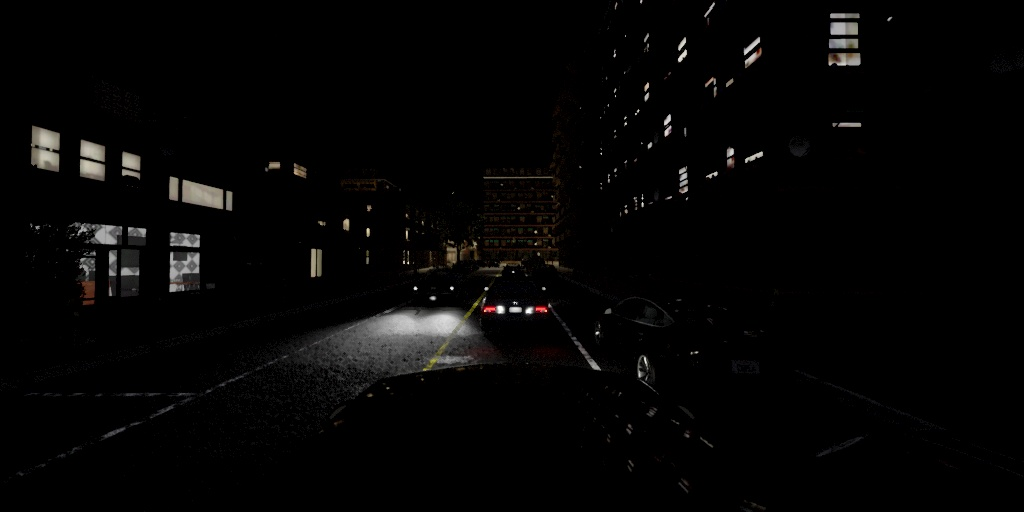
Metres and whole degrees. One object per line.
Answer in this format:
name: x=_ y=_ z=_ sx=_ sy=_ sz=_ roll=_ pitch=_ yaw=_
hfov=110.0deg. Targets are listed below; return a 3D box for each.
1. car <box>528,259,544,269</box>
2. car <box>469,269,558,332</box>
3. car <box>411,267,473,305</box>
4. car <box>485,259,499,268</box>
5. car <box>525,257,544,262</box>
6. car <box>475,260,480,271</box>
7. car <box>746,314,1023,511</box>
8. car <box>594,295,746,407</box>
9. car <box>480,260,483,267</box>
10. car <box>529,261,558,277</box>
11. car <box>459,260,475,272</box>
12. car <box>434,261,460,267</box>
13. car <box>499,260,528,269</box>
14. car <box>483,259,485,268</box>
car: x=2.694 y=1.291 z=34.825 sx=1.751 sy=1.417 sz=4.829 roll=0 pitch=0 yaw=0
car: x=0.096 y=1.301 z=10.872 sx=2.033 sy=1.411 sz=5.357 roll=0 pitch=0 yaw=0
car: x=-3.099 y=1.357 z=16.322 sx=1.895 sy=1.301 sz=4.718 roll=0 pitch=0 yaw=0
car: x=-2.994 y=1.346 z=60.465 sx=1.837 sy=1.490 sz=4.892 roll=0 pitch=0 yaw=0
car: x=2.695 y=1.084 z=40.343 sx=2.192 sy=1.841 sz=5.009 roll=0 pitch=0 yaw=0
car: x=-5.653 y=1.213 z=45.972 sx=1.967 sy=1.591 sz=4.097 roll=0 pitch=0 yaw=0
car: x=2.691 y=1.189 z=0.536 sx=1.967 sy=1.591 sz=4.097 roll=0 pitch=0 yaw=0
car: x=2.692 y=1.317 z=6.224 sx=1.948 sy=1.339 sz=4.313 roll=0 pitch=0 yaw=0
car: x=-5.652 y=1.359 z=51.658 sx=1.802 sy=1.307 sz=4.207 roll=0 pitch=0 yaw=0
car: x=2.693 y=1.313 z=28.969 sx=2.007 sy=1.370 sz=4.403 roll=0 pitch=0 yaw=0
car: x=-5.653 y=1.209 z=40.284 sx=1.967 sy=1.591 sz=4.097 roll=0 pitch=0 yaw=0
car: x=-5.654 y=1.287 z=28.742 sx=1.751 sy=1.417 sz=4.829 roll=0 pitch=0 yaw=0
car: x=0.103 y=1.328 z=32.390 sx=1.994 sy=1.385 sz=4.181 roll=0 pitch=0 yaw=0
car: x=-5.651 y=1.353 z=63.031 sx=1.948 sy=1.339 sz=4.313 roll=0 pitch=0 yaw=0
